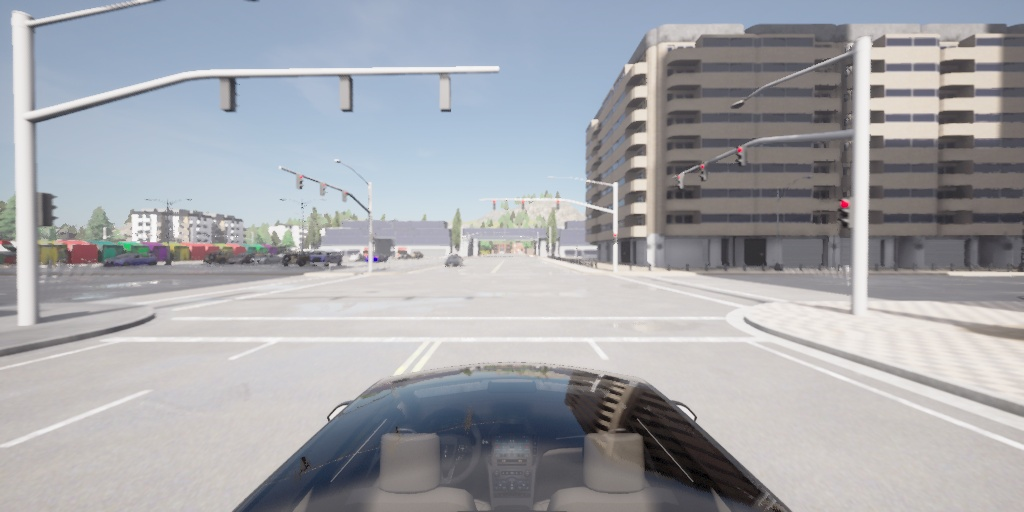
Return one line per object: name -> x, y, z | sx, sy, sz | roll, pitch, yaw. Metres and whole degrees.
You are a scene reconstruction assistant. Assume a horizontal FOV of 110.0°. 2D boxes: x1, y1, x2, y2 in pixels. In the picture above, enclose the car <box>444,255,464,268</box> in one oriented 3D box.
car -> -6.994, 0.698, 43.518 | 1.837, 1.490, 4.892 | 0, 2, 0
